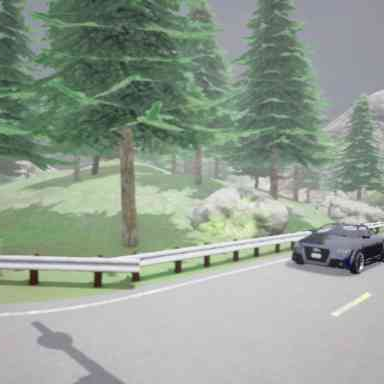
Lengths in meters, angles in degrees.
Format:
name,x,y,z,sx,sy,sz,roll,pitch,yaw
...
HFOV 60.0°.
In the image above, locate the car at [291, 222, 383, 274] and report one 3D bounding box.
name,x,y,z,sx,sy,sz,roll,pitch,yaw
car,5.154,1.769,11.398,4.181,1.385,1.994,1,-1,-45
